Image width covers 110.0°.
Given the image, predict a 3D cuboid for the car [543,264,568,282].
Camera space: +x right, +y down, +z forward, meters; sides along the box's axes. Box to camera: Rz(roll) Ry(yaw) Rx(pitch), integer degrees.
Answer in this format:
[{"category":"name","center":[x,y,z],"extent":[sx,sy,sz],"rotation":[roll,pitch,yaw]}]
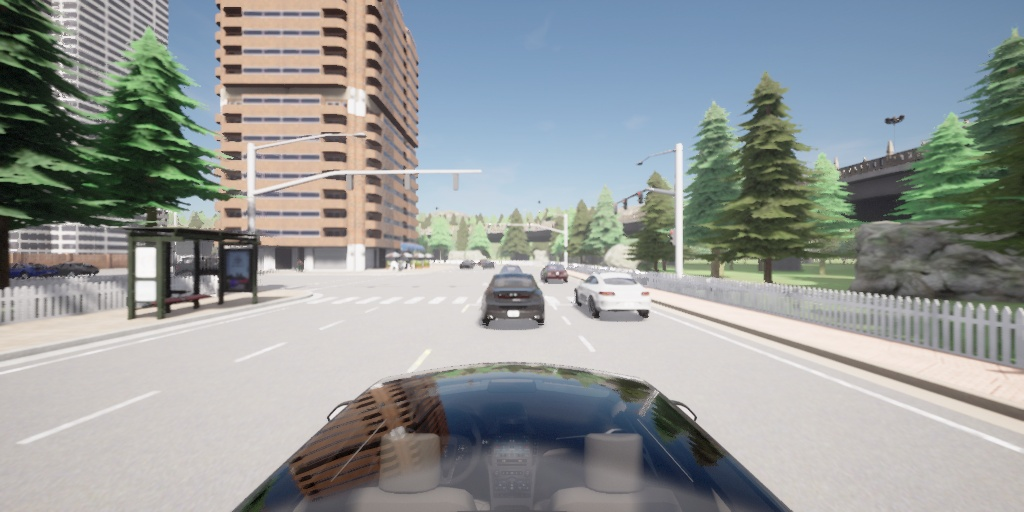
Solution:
[{"category":"car","center":[3.451,1.388,29.846],"extent":[2.033,1.411,5.357],"rotation":[0,0,0]}]

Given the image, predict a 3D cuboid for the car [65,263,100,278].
[{"category":"car","center":[-45.269,1.433,36.653],"extent":[4.892,1.490,1.837],"rotation":[0,0,0]}]

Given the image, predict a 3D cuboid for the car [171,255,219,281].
[{"category":"car","center":[-24.427,1.122,29.701],"extent":[5.566,2.045,2.150],"rotation":[0,0,0]}]

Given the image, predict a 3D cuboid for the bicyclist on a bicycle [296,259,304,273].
[{"category":"bicyclist on a bicycle","center":[-26.114,1.247,44.152],"extent":[0.582,1.620,1.656],"rotation":[0,0,0]}]

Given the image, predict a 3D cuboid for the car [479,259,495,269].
[{"category":"car","center":[-3.871,1.497,59.861],"extent":[1.994,1.385,4.181],"rotation":[0,0,0]}]

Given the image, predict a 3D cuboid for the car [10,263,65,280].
[{"category":"car","center":[-45.248,1.395,33.153],"extent":[5.008,1.535,1.882],"rotation":[0,0,0]}]

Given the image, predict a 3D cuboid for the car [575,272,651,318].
[{"category":"car","center":[3.535,1.311,13.132],"extent":[1.812,1.442,4.674],"rotation":[0,0,0]}]

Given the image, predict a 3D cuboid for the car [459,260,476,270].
[{"category":"car","center":[-7.354,1.527,57.603],"extent":[1.895,1.301,4.718],"rotation":[0,0,0]}]

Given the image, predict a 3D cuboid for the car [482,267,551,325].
[{"category":"car","center":[0.038,1.288,11.984],"extent":[1.837,1.490,4.892],"rotation":[0,0,0]}]

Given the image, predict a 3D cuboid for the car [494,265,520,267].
[{"category":"car","center":[-0.042,1.389,27.355],"extent":[2.033,1.411,5.357],"rotation":[0,0,0]}]
